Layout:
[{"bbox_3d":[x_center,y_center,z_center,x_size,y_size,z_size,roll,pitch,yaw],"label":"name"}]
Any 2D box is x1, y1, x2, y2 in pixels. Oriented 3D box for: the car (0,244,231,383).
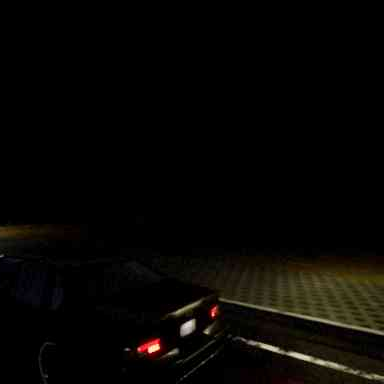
[{"bbox_3d":[-2.096,1.558,5.124,5.357,1.411,2.033,0,0,35],"label":"car"}]
